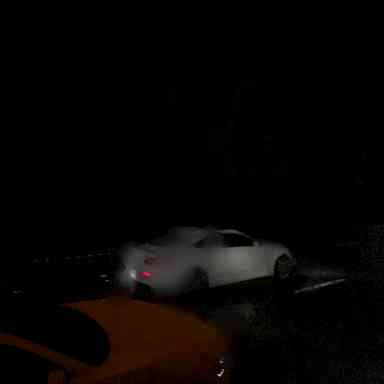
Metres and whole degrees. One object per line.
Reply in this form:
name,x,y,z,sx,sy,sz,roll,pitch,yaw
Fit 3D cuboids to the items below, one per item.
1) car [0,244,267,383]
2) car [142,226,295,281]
car,-1.925,1.474,2.373,5.008,1.535,1.882,1,-1,-35
car,0.603,1.593,8.476,4.674,1.442,1.812,1,0,-35
